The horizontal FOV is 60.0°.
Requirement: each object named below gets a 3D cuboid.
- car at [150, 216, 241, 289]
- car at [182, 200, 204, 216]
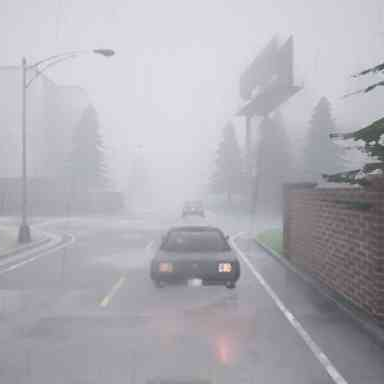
[{"bbox_3d":[0.079,1.568,9.040,1.895,1.301,4.718,0,0,0],"label":"car"},{"bbox_3d":[0.093,1.438,29.017,2.033,1.411,5.357,0,0,0],"label":"car"}]
